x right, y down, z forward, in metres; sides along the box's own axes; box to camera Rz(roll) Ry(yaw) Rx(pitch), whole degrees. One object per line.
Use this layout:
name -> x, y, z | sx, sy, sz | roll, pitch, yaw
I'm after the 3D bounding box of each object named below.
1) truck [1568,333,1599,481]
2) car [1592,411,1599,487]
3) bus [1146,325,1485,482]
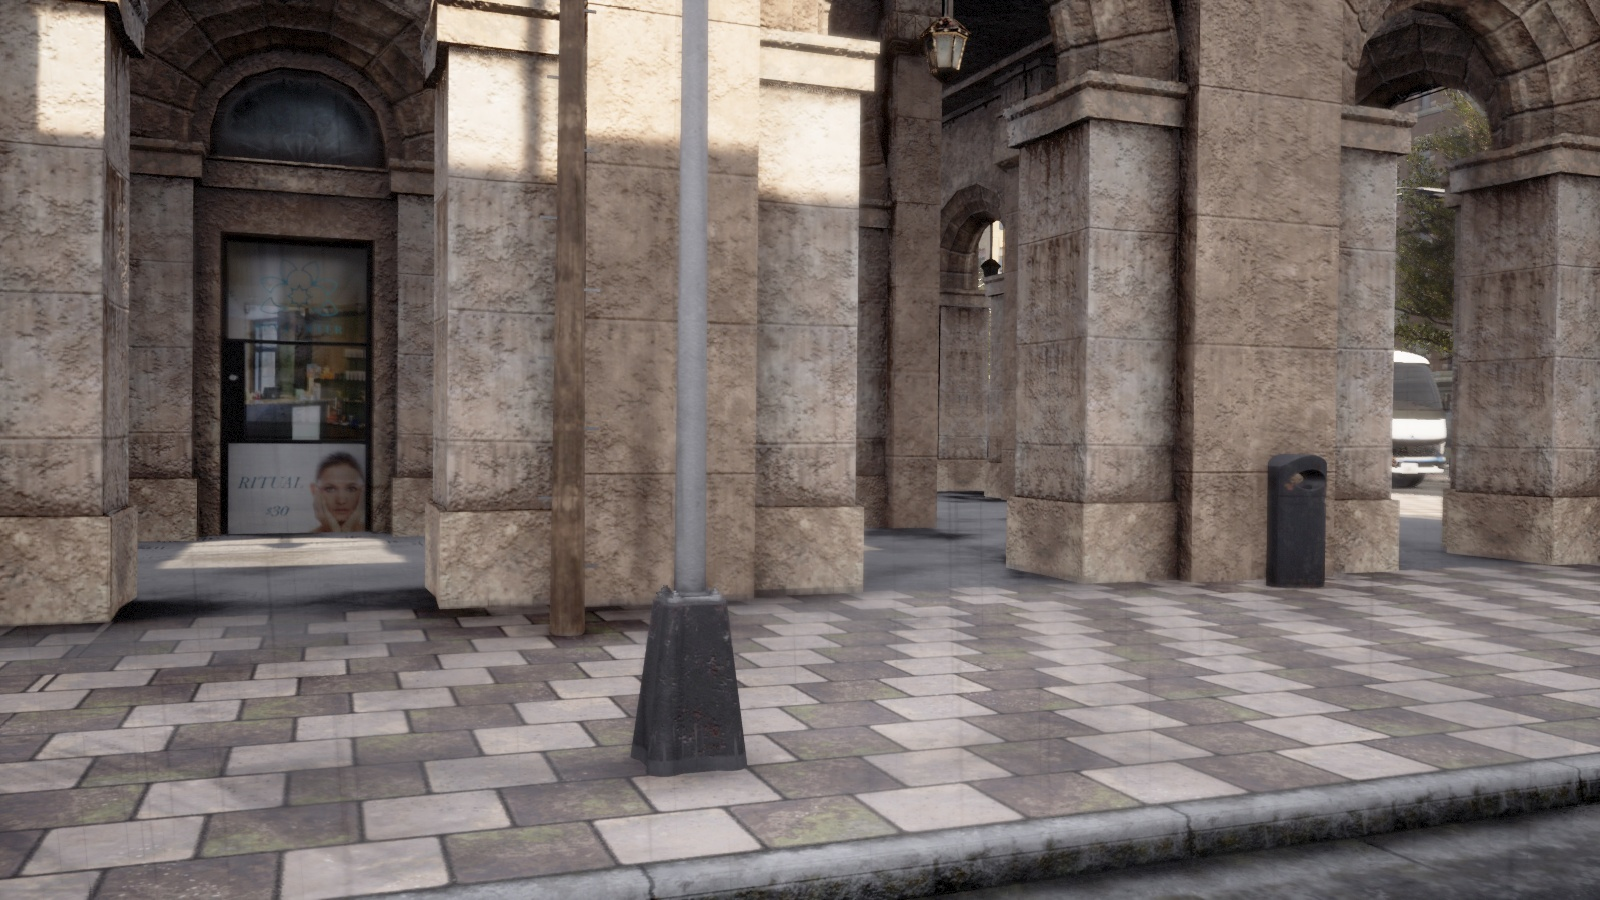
truck -> 23.223, -1.103, 29.850 | 2.891, 3.827, 8.468 | -1, 1, -21
car -> 20.346, -0.014, 27.671 | 2.097, 1.767, 4.553 | -1, 1, -20
bus -> 15.735, -1.395, 39.706 | 3.944, 4.253, 10.273 | -1, 1, -21
